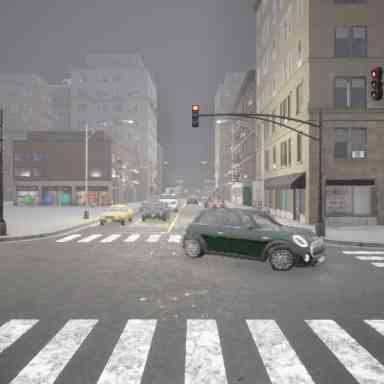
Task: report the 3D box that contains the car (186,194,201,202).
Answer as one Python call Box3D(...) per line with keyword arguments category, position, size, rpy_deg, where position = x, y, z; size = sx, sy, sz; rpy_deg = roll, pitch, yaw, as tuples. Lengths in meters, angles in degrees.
Box3D(category="car", position=(0.062, 1.508, 54.044), size=(1.837, 1.490, 4.892), rpy_deg=(0, 0, 0))

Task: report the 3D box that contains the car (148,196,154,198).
Box3D(category="car", position=(-5.342, 1.552, 41.095), size=(2.008, 1.369, 4.403), rpy_deg=(0, 0, 0))

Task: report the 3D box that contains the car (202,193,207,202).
Box3D(category="car", position=(2.683, 1.317, 41.085), size=(2.192, 1.841, 5.009), rpy_deg=(0, 0, 0))

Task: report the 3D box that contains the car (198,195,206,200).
Box3D(category="car", position=(2.742, 1.575, 92.042), size=(1.947, 1.339, 4.313), rpy_deg=(0, 0, 0))

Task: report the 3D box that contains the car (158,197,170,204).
Box3D(category="car", position=(-5.316, 1.586, 63.743), size=(1.802, 1.307, 4.206), rpy_deg=(0, 0, 0))

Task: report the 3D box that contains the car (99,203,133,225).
Box3D(category="car", position=(-5.361, 1.526, 23.939), size=(1.752, 1.417, 4.829), rpy_deg=(0, 0, 0))

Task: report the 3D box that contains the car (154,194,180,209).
Box3D(category="car", position=(-2.775, 1.227, 39.241), size=(2.150, 2.045, 5.566), rpy_deg=(0, 0, 0))

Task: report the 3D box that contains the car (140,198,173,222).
Box3D(category="car", position=(-2.812, 1.506, 26.446), size=(1.837, 1.490, 4.892), rpy_deg=(0, 0, 1))

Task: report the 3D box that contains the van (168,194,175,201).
Box3D(category="van", position=(-5.290, 1.349, 86.390), size=(1.690, 1.788, 3.998), rpy_deg=(0, 0, 0))

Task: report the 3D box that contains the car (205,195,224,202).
Box3D(category="car", position=(2.677, 1.441, 35.423), size=(1.967, 1.590, 4.097), rpy_deg=(0, 0, 0))

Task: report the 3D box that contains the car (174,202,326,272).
Box3D(category="car", position=(1.924, 1.363, 10.970), size=(4.553, 1.767, 2.097), rpy_deg=(0, 0, 35))

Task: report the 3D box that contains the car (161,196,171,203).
Box3D(category="car", position=(-5.309, 1.530, 69.235), size=(1.752, 1.417, 4.829), rpy_deg=(0, 0, 0))

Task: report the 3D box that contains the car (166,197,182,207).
Box3D(category="car", position=(-2.747, 1.550, 51.692), size=(2.033, 1.411, 5.357), rpy_deg=(0, 0, 1))
